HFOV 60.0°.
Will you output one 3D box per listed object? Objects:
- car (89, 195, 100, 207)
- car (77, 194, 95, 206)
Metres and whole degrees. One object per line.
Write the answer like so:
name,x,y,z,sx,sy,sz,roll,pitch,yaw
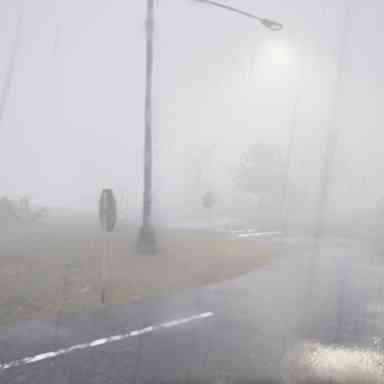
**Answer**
car,-14.258,1.646,52.619,1.837,1.490,4.892,1,-1,-33
car,-18.732,1.351,59.236,2.150,2.045,5.566,1,-1,-34
